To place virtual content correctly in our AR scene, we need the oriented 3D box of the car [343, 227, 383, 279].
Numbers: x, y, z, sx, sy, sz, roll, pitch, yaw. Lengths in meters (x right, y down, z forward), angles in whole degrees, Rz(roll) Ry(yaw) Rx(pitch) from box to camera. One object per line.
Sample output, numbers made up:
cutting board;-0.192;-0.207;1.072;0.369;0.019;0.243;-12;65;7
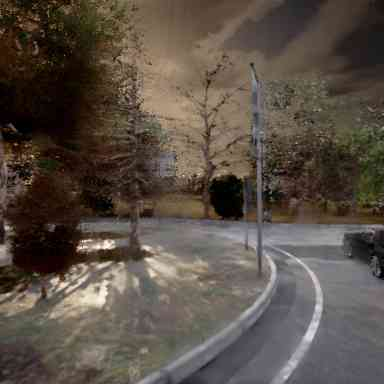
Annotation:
car;6.080;1.696;10.102;1.895;1.301;4.718;0;-1;11
